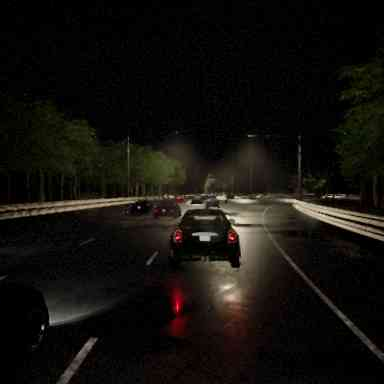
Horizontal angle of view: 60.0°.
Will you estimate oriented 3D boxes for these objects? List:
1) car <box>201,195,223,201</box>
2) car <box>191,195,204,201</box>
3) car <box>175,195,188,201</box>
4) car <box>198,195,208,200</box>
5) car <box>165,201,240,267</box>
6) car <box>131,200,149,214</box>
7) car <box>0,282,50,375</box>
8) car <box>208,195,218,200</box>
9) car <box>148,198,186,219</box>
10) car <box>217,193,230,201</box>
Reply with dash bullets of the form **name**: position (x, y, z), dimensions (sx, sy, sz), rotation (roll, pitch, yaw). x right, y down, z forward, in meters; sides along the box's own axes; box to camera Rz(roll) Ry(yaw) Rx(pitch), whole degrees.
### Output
- **car**: position (2.772, 1.512, 44.733), dimensions (2.033, 1.411, 5.357), rotation (0, 0, 6)
- **car**: position (1.052, 1.480, 58.346), dimensions (1.994, 1.385, 4.181), rotation (0, 0, 8)
- **car**: position (-2.041, 1.250, 61.866), dimensions (2.097, 1.767, 4.553), rotation (0, 0, 8)
- **car**: position (3.097, 1.414, 90.887), dimensions (1.895, 1.301, 4.718), rotation (0, 0, 12)
- **car**: position (0.438, 1.354, 11.679), dimensions (2.097, 1.767, 4.553), rotation (0, 0, 2)
- **car**: position (-5.099, 1.515, 35.302), dimensions (1.994, 1.385, 4.181), rotation (0, 0, 5)
- **car**: position (-3.152, 1.554, 3.346), dimensions (1.994, 1.385, 4.181), rotation (0, 0, 1)
- **car**: position (5.335, 1.399, 84.444), dimensions (1.994, 1.385, 4.181), rotation (0, 0, 11)
- **car**: position (-2.073, 1.533, 28.979), dimensions (2.033, 1.411, 5.357), rotation (0, 0, 4)
- **car**: position (6.242, 1.120, 70.008), dimensions (2.150, 2.045, 5.566), rotation (0, 0, 10)
